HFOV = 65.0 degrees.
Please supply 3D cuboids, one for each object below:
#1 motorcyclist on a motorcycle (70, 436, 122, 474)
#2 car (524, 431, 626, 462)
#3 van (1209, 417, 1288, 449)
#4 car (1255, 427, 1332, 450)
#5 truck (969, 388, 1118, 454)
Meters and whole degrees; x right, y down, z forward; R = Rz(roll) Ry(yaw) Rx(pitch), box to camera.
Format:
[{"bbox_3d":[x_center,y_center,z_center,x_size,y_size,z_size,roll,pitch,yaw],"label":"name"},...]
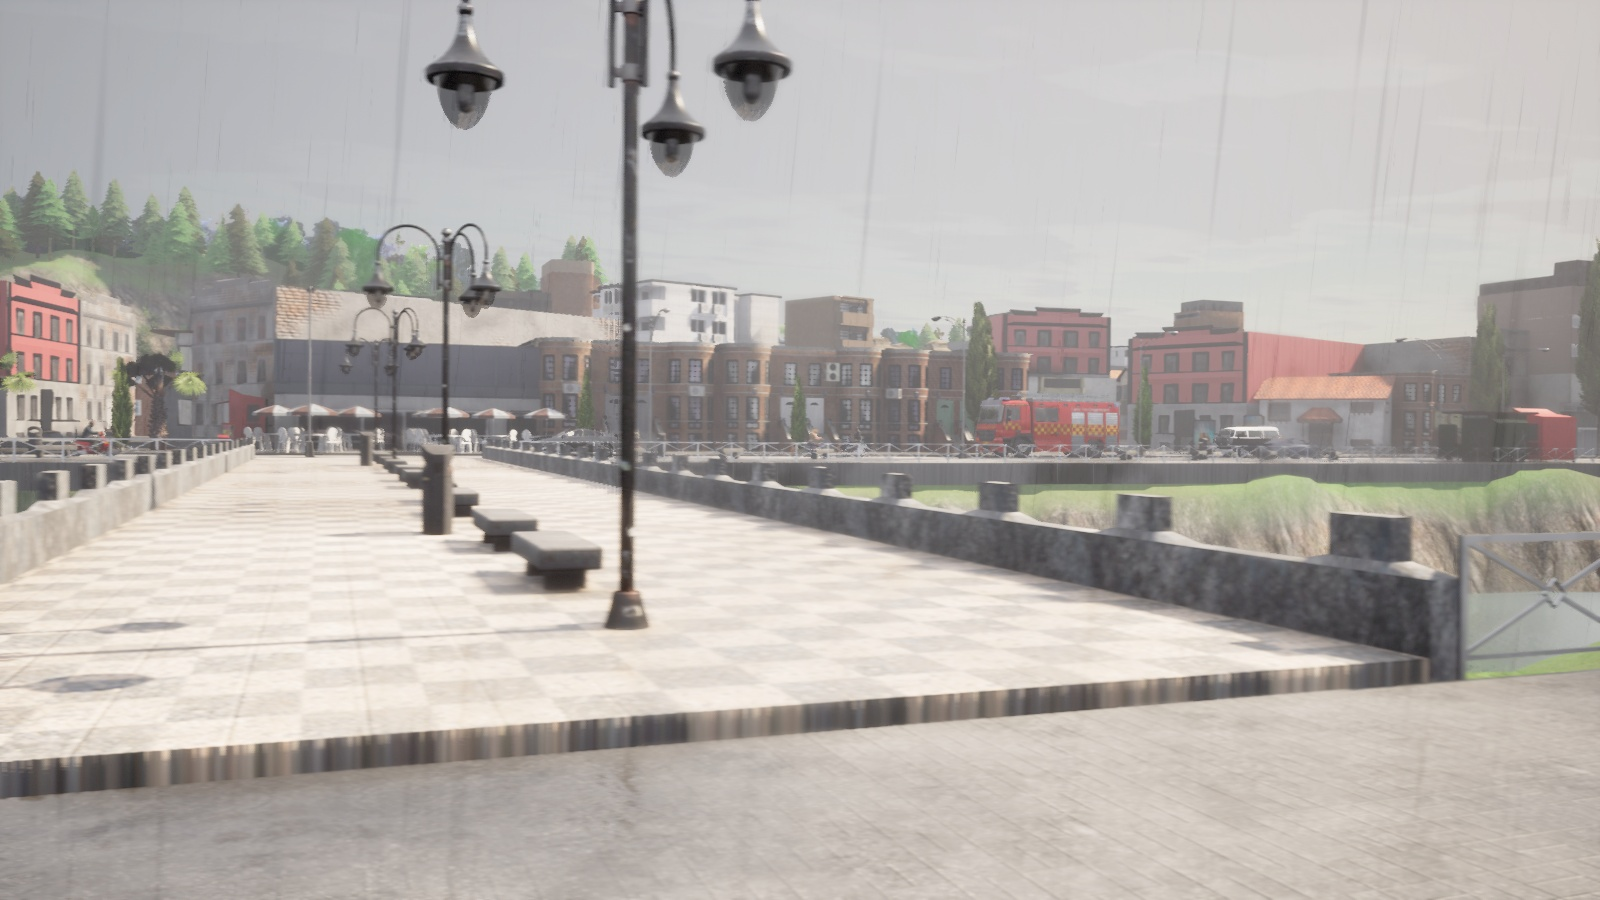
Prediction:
[{"bbox_3d":[-30.248,0.200,53.980,1.817,1.590,0.866,-1,1,-21],"label":"motorcyclist on a motorcycle"},{"bbox_3d":[-11.714,-0.182,65.301,4.902,1.511,2.128,-1,1,-21],"label":"car"},{"bbox_3d":[28.805,-1.103,80.694,4.480,2.038,2.069,-1,1,-21],"label":"van"},{"bbox_3d":[30.242,-0.717,76.966,4.181,1.385,1.994,-1,1,-21],"label":"car"},{"bbox_3d":[14.597,-1.750,75.285,8.468,3.827,2.891,-1,1,-21],"label":"truck"}]
